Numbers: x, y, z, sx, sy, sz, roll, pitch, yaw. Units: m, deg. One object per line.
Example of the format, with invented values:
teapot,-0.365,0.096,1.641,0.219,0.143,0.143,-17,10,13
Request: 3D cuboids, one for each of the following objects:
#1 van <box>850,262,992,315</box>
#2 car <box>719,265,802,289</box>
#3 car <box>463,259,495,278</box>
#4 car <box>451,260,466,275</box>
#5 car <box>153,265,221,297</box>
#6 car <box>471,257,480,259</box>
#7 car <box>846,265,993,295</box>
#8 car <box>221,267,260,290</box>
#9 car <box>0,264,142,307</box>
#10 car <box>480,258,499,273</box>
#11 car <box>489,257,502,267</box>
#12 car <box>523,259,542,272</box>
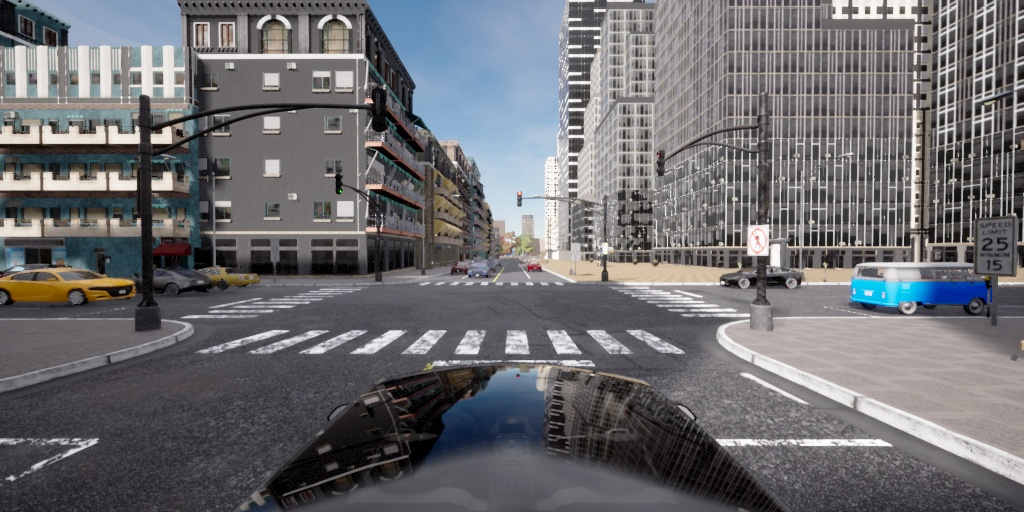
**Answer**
van,14.719,1.117,12.954,3.998,1.789,1.690,0,0,0
car,14.729,1.216,21.334,4.313,1.339,1.948,0,0,0
car,-3.012,1.292,33.970,2.033,1.411,5.357,0,0,0
car,-5.587,1.289,39.420,1.888,1.381,4.507,0,0,0
car,-18.240,1.327,18.721,4.181,1.385,1.994,0,1,1
car,-5.572,1.184,45.069,1.967,1.591,4.097,0,0,0
car,21.089,1.224,18.726,5.357,1.411,2.033,0,1,0
car,-17.829,1.247,21.371,4.829,1.417,1.751,0,0,0
car,-19.423,1.291,15.569,5.008,1.535,1.882,0,1,0
car,-2.979,1.306,44.142,1.994,1.385,4.181,0,0,0
car,-2.854,1.240,64.979,2.128,1.511,4.902,0,0,1
car,2.776,1.289,45.103,1.888,1.381,4.507,0,0,0
